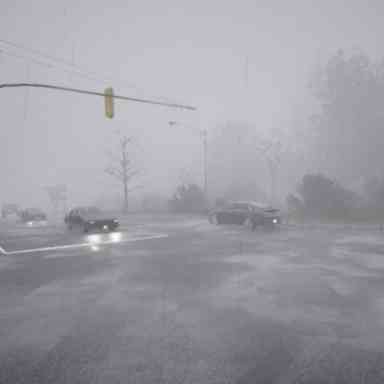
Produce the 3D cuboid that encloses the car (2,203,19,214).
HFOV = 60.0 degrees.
[{"bbox_3d":[-26.002,2.580,47.960,2.150,2.045,5.566,-1,-2,-36],"label":"car"}]

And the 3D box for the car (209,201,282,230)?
[{"bbox_3d":[2.971,1.311,19.547,1.837,1.490,4.892,-1,0,-36],"label":"car"}]

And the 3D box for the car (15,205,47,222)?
[{"bbox_3d":[-16.684,2.355,34.800,2.033,1.411,5.357,-1,-2,-36],"label":"car"}]

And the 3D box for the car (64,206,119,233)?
[{"bbox_3d":[-6.265,1.595,20.249,2.033,1.411,5.357,-1,-1,-36],"label":"car"}]
